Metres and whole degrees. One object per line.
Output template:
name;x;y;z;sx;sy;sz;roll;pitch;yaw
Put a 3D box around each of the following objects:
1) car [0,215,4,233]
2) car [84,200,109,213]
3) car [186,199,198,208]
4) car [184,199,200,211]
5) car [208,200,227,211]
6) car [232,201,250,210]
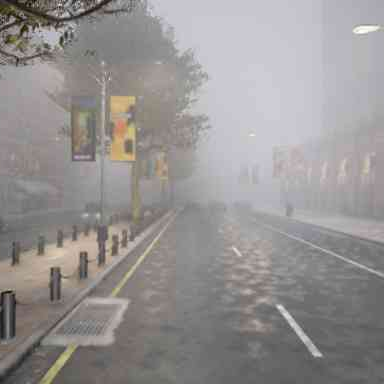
car;-11.601;1.612;17.140;1.812;1.442;4.674;0;0;0
car;-11.569;1.680;40.511;1.882;1.535;5.008;0;-1;0
car;-0.006;1.830;53.525;1.994;1.385;4.181;0;0;0
car;-0.005;1.721;43.407;1.837;1.490;4.892;0;0;0
car;3.495;1.782;43.760;1.994;1.385;4.181;0;0;0
car;6.744;1.824;46.067;1.895;1.301;4.718;0;0;0
